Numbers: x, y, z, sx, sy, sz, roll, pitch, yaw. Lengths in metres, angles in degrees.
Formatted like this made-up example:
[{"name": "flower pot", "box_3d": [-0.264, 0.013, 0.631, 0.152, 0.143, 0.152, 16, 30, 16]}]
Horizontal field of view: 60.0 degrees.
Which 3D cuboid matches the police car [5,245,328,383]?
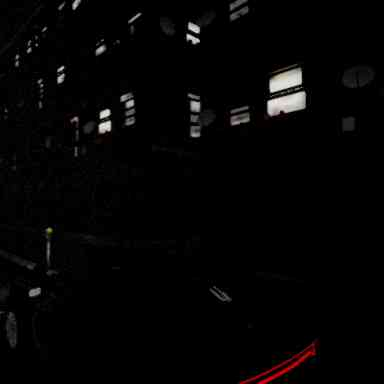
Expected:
[{"name": "police car", "box_3d": [-0.939, 1.562, 4.462, 1.930, 1.638, 5.238, 3, -2, -44]}]
